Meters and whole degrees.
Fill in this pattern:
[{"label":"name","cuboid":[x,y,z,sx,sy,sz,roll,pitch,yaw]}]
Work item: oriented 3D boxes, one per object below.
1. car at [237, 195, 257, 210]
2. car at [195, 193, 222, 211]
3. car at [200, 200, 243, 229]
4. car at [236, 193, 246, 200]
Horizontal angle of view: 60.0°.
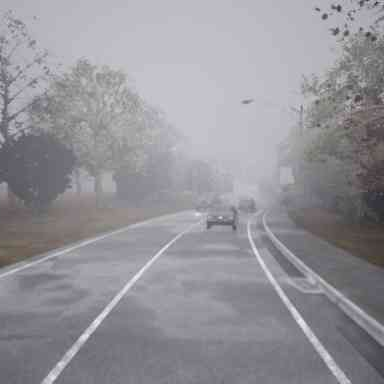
[{"label":"car","cuboid":[7.047,1.488,42.161,2.128,1.511,4.902,2,0,16]},{"label":"car","cuboid":[1.982,1.116,37.798,2.150,2.045,5.566,1,0,15]},{"label":"car","cuboid":[2.064,1.524,21.625,2.033,1.411,5.357,1,0,10]},{"label":"car","cuboid":[11.304,0.979,77.214,1.994,1.385,4.181,1,2,6]}]
